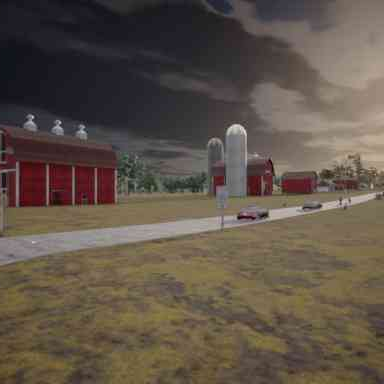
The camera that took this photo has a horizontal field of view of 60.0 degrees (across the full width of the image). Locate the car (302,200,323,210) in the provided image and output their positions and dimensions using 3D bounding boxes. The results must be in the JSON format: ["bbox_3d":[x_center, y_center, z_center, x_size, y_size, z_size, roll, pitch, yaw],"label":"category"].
[{"bbox_3d":[17.889,1.899,49.227,2.033,1.411,5.357,0,0,35],"label":"car"}]

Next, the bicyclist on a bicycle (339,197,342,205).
[{"bbox_3d":[27.730,1.722,62.026,0.582,1.620,1.656,0,0,35],"label":"bicyclist on a bicycle"}]

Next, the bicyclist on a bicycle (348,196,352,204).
[{"bbox_3d":[32.907,1.611,69.379,0.866,1.612,1.509,0,1,35],"label":"bicyclist on a bicycle"}]

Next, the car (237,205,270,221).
[{"bbox_3d":[6.062,1.987,32.407,1.994,1.385,4.181,0,0,35],"label":"car"}]
